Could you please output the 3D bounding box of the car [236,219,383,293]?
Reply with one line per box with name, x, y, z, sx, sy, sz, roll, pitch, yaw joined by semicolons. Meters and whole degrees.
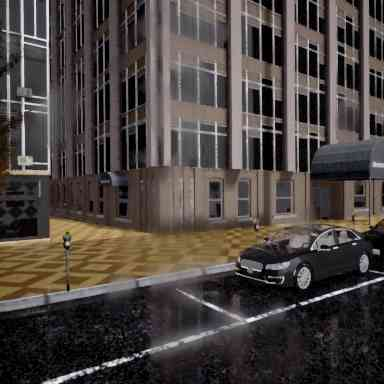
car;3.086;1.549;8.779;4.403;1.369;2.008;0;-1;-36
